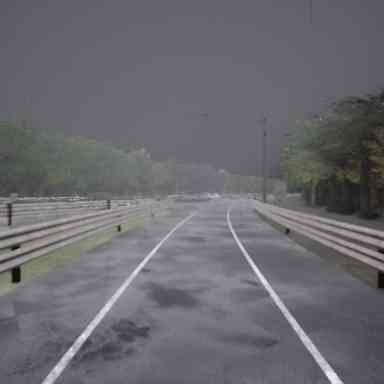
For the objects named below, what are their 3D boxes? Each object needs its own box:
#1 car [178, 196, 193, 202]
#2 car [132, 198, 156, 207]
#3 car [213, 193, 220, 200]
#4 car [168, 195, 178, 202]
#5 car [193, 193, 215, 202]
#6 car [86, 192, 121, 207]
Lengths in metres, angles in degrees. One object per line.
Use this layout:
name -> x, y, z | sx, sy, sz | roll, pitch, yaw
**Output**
car -> -0.585, 1.520, 74.009 | 2.033, 1.411, 5.357 | 0, 0, 20
car -> -6.657, 1.502, 47.536 | 1.895, 1.301, 4.718 | 0, 0, 20
car -> 6.124, 1.244, 92.124 | 2.150, 2.045, 5.566 | 0, 0, 20
car -> -3.864, 1.490, 75.233 | 2.128, 1.511, 4.902 | 0, 0, 20
car -> 2.710, 1.535, 72.830 | 2.033, 1.411, 5.357 | 0, 0, 20
car -> -11.664, 1.087, 44.079 | 2.150, 2.045, 5.566 | 0, 0, 20
